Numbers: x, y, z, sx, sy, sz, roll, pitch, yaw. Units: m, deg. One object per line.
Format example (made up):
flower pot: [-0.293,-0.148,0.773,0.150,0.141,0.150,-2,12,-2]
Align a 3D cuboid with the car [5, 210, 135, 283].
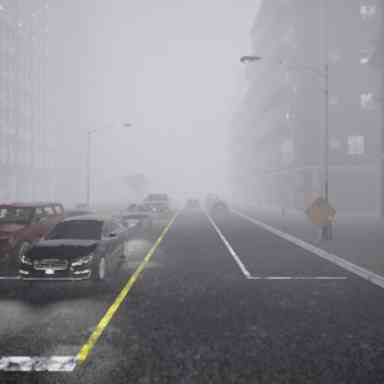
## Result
car: [-3.103,1.483,9.686,1.837,1.490,4.892,0,0,0]

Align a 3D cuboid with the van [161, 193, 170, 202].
van: [-5.726,1.220,71.792,1.690,1.788,3.998,0,0,0]

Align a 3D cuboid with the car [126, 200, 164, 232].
car: [-3.104,1.448,19.893,2.128,1.511,4.902,0,0,0]

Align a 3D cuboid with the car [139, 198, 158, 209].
car: [-5.712,1.477,44.179,1.947,1.339,4.313,0,0,0]

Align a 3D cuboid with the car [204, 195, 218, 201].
car: [2.671,1.445,38.829,1.752,1.417,4.829,0,0,0]

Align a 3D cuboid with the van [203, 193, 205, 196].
van: [2.668,1.253,44.182,1.690,1.788,3.998,0,0,0]

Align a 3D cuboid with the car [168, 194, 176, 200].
car: [-5.736,1.304,93.884,1.967,1.590,4.097,0,0,0]

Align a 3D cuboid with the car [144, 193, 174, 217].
car: [-3.099,1.156,30.470,2.150,2.045,5.566,0,0,-1]

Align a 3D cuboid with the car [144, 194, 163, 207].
car: [-5.715,1.219,49.700,2.192,1.841,5.009,0,0,0]

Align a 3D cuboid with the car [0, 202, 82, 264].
car: [-5.697,1.290,11.040,2.192,1.841,5.009,0,0,0]

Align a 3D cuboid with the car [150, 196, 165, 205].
car: [-5.718,1.448,55.224,2.008,1.369,4.403,0,0,0]

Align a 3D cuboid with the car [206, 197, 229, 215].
car: [2.674,1.496,33.136,1.947,1.339,4.313,0,0,0]

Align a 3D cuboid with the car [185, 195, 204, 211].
car: [0.073,1.466,39.971,2.033,1.411,5.357,0,0,0]

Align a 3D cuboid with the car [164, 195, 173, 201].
car: [-5.731,1.435,82.838,1.947,1.339,4.313,0,0,0]

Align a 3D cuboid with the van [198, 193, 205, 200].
van: [2.645,1.205,93.887,1.690,1.788,3.998,0,0,0]

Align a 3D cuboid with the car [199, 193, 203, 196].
car: [2.650,1.421,82.842,2.008,1.369,4.403,0,0,0]

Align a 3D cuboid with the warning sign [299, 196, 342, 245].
warning sign: [5.063,1.086,13.170,1.300,1.860,1.060,0,0,0]

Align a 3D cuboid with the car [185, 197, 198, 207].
car: [-0.024,1.504,50.649,1.895,1.301,4.718,0,0,0]

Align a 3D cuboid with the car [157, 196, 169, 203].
car: [-5.723,1.435,66.270,2.008,1.369,4.403,0,0,0]
